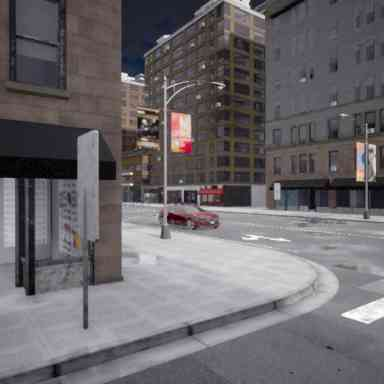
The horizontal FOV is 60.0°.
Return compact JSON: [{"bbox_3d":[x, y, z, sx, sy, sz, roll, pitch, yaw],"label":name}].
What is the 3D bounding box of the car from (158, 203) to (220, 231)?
[{"bbox_3d":[-0.291,1.506,21.221,1.882,1.535,5.008,0,0,-36],"label":"car"}]
